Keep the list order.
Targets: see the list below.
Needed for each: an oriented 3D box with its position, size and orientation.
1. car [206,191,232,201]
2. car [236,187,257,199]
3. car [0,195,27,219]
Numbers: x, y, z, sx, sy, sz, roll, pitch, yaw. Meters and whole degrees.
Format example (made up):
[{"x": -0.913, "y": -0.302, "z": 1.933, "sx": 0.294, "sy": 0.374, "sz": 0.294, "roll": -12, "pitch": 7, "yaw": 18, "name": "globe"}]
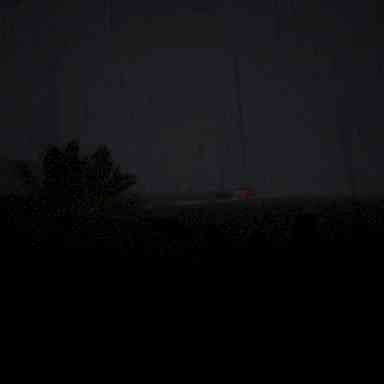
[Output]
[{"x": 4.166, "y": 0.613, "z": 50.490, "sx": 2.033, "sy": 1.411, "sz": 5.357, "roll": 1, "pitch": 2, "yaw": 34, "name": "car"}, {"x": 9.736, "y": 0.079, "z": 59.269, "sx": 2.150, "sy": 2.045, "sz": 5.566, "roll": 1, "pitch": 2, "yaw": 32, "name": "car"}, {"x": -12.968, "y": 1.033, "z": 25.907, "sx": 2.097, "sy": 1.767, "sz": 4.553, "roll": 1, "pitch": 2, "yaw": 36, "name": "car"}]
